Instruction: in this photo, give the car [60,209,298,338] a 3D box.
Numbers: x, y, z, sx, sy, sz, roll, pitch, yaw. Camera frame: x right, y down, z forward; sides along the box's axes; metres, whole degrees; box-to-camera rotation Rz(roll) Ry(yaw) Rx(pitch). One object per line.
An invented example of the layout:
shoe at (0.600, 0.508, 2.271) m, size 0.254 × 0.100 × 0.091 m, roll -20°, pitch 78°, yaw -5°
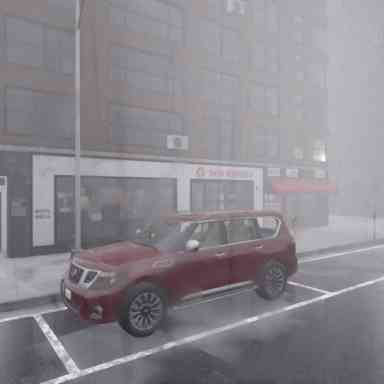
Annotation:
car at (0.055, 1.315, 6.806) m, size 5.009 × 1.841 × 2.192 m, roll 0°, pitch 0°, yaw -36°
